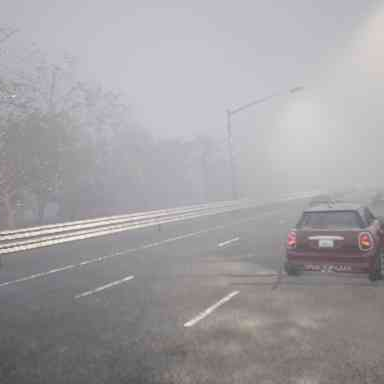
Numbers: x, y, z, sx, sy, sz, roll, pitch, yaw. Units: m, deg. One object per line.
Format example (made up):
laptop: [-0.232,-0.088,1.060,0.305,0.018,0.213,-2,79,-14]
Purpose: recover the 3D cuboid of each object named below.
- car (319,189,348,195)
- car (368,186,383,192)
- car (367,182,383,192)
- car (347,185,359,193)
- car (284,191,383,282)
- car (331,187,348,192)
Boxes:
car: [10.010,0.895,24.831,1.837,1.490,4.892,-5,-1,33]
car: [17.282,0.418,29.696,1.994,1.385,4.181,-5,-1,33]
car: [33.299,-0.615,61.189,2.128,1.511,4.902,-5,-1,33]
car: [30.346,-0.503,63.069,2.097,1.767,4.553,-5,-1,33]
car: [4.133,1.089,9.204,2.097,1.767,4.553,-5,-1,33]
car: [20.696,0.276,47.982,1.812,1.442,4.674,-5,-1,33]
